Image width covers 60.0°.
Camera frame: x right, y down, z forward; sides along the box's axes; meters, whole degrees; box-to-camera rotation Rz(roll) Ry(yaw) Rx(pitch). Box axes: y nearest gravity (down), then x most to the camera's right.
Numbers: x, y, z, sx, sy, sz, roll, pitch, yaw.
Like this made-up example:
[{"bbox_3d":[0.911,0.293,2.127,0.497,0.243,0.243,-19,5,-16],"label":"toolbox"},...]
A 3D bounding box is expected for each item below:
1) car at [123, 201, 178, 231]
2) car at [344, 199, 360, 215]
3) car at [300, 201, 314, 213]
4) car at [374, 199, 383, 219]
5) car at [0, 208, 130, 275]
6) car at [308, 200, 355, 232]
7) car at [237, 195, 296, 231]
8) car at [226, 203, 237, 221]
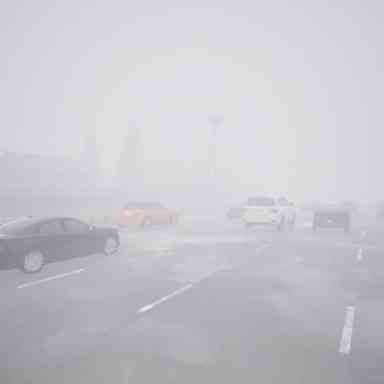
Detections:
[{"bbox_3d":[-2.747,1.367,21.322,2.097,1.767,4.553,0,0,28],"label":"car"},{"bbox_3d":[16.158,1.525,34.432,1.837,1.490,4.892,0,0,28],"label":"car"},{"bbox_3d":[13.029,1.623,35.999,1.895,1.301,4.718,0,0,28],"label":"car"},{"bbox_3d":[17.020,1.579,28.617,1.994,1.385,4.181,0,0,28],"label":"car"},{"bbox_3d":[-4.434,1.487,10.729,1.882,1.535,5.008,0,0,28],"label":"car"},{"bbox_3d":[8.701,1.490,20.466,1.882,1.535,5.008,0,0,28],"label":"car"},{"bbox_3d":[4.990,1.234,20.947,2.150,2.045,5.566,0,0,28],"label":"car"},{"bbox_3d":[4.269,1.544,27.025,1.812,1.442,4.674,0,0,28],"label":"car"}]
